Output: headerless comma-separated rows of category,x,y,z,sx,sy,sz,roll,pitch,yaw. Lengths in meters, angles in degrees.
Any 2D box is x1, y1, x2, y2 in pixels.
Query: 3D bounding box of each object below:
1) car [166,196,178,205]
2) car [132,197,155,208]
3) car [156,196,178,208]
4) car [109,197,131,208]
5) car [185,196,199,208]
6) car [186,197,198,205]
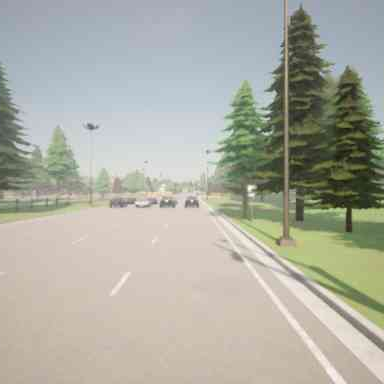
car,-3.509,1.512,58.140,1.812,1.442,4.674,0,0,0
car,-7.007,1.589,48.166,1.895,1.301,4.718,0,0,0
car,-3.507,1.340,48.107,2.097,1.767,4.553,0,0,0
car,-10.507,1.493,47.719,1.837,1.490,4.892,0,0,0
car,-0.007,1.340,48.074,2.097,1.767,4.553,0,0,0
car,-0.009,1.550,58.141,1.994,1.385,4.181,0,0,0
